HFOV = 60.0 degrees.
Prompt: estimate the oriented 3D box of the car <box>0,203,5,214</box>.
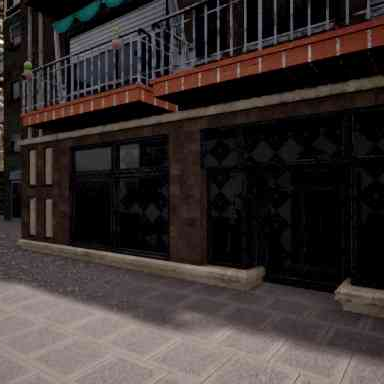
[{"bbox_3d":[-19.409,1.320,30.057,1.967,1.590,4.097,0,1,36],"label":"car"}]
